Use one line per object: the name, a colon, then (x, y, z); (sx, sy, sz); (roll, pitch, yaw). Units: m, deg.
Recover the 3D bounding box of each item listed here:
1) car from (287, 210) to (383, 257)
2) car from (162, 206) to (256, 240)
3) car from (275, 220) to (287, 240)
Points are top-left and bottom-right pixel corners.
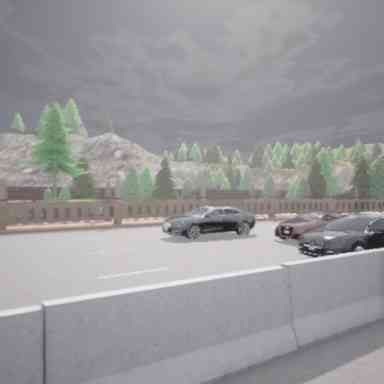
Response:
car: (5.834, 1.489, 11.360); (4.892, 1.490, 1.837); (0, 0, -28)
car: (0.935, 1.450, 16.621); (4.902, 1.511, 2.128); (0, 0, -29)
car: (5.870, 1.542, 15.301); (4.181, 1.385, 1.994); (0, 0, -27)
